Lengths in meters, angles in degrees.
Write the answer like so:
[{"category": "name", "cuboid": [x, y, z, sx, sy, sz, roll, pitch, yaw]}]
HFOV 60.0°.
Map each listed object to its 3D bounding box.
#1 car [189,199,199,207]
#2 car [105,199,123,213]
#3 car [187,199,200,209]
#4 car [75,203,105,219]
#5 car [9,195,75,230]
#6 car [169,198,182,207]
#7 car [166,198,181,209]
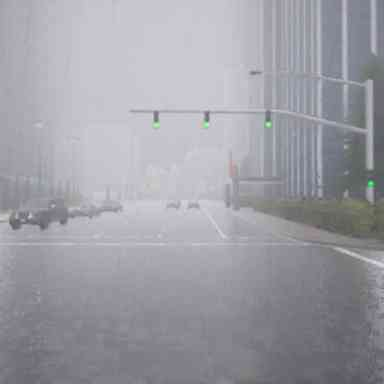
[{"category": "car", "cuboid": [0.363, 2.088, 64.080, 1.882, 1.535, 5.008, 0, -1, 0]}, {"category": "car", "cuboid": [-10.401, 1.767, 43.292, 2.097, 1.767, 4.553, 0, -1, 0]}, {"category": "car", "cuboid": [0.276, 2.039, 53.829, 1.812, 1.442, 4.674, 0, -1, 0]}, {"category": "car", "cuboid": [-10.499, 1.882, 33.084, 1.994, 1.385, 4.181, 0, -1, 0]}, {"category": "car", "cuboid": [-10.574, 1.449, 23.559, 2.150, 2.045, 5.566, 0, -1, 0]}, {"category": "car", "cuboid": [-3.136, 1.961, 63.902, 2.097, 1.767, 4.553, 0, -1, 0]}, {"category": "car", "cuboid": [-3.114, 2.038, 53.668, 1.812, 1.442, 4.674, 0, -1, 1]}]
